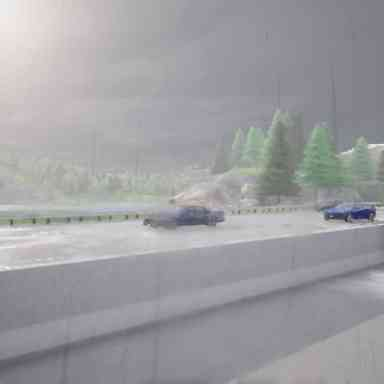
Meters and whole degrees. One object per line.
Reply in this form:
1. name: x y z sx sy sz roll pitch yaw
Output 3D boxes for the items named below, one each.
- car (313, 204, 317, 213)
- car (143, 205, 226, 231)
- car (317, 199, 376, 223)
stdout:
1. car: 15.237 1.520 36.299 4.892 1.490 1.837 0 0 -35
2. car: -0.354 1.553 20.923 5.357 1.411 2.033 0 0 -35
3. car: 12.126 1.488 25.501 5.008 1.535 1.882 0 0 -35
